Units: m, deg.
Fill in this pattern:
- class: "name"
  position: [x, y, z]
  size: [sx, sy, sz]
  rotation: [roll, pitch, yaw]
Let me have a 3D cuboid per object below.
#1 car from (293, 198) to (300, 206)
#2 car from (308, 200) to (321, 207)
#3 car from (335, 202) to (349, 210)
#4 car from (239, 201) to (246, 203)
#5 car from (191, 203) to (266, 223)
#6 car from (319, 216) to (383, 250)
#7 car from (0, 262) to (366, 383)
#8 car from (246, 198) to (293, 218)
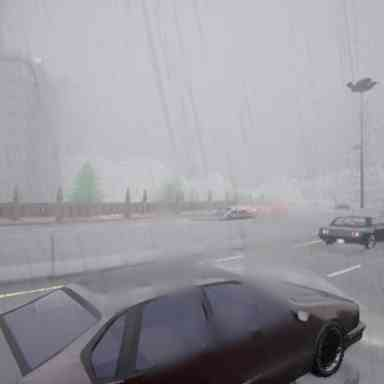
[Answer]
- class: "car"
  position: [21.883, 2.189, 71.721]
  size: [2.097, 1.767, 4.553]
  rotation: [0, -1, 12]
- class: "car"
  position: [24.552, 2.286, 66.955]
  size: [1.812, 1.442, 4.674]
  rotation: [0, -1, 12]
- class: "car"
  position: [23.991, 2.183, 53.100]
  size: [1.895, 1.301, 4.718]
  rotation: [0, -1, 21]
- class: "car"
  position: [5.570, 1.685, 34.347]
  size: [2.097, 1.767, 4.553]
  rotation: [0, -1, 37]
- class: "car"
  position: [1.977, 1.658, 19.742]
  size: [4.902, 1.511, 2.128]
  rotation: [1, -1, -44]
- class: "car"
  position: [7.696, 1.740, 15.240]
  size: [4.718, 1.301, 1.895]
  rotation: [1, -1, -45]
- class: "car"
  position: [-0.148, 1.575, 3.801]
  size: [5.357, 1.411, 2.033]
  rotation: [0, -1, -37]
- class: "car"
  position: [7.292, 1.649, 30.849]
  size: [2.097, 1.767, 4.553]
  rotation: [0, -1, 38]
